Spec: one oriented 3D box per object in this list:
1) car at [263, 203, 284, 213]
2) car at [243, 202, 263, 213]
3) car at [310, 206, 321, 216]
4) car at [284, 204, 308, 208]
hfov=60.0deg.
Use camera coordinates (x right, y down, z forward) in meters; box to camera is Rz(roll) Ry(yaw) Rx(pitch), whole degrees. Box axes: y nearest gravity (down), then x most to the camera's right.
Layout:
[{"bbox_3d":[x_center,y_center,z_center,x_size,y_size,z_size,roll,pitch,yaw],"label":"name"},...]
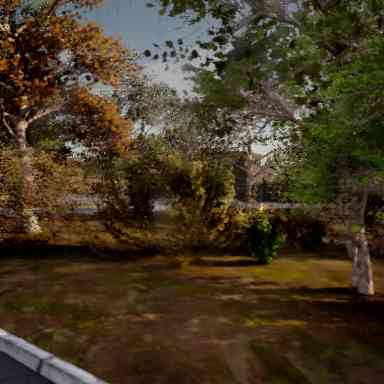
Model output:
[{"bbox_3d":[11.353,2.227,42.640,2.163,1.488,4.792,1,0,35],"label":"car"},{"bbox_3d":[9.218,2.174,44.423,1.946,1.575,5.366,0,0,35],"label":"car"},{"bbox_3d":[15.889,2.238,39.441,2.097,1.535,5.008,1,0,35],"label":"car"},{"bbox_3d":[13.634,2.219,41.060,2.231,1.521,4.892,1,0,35],"label":"car"}]
